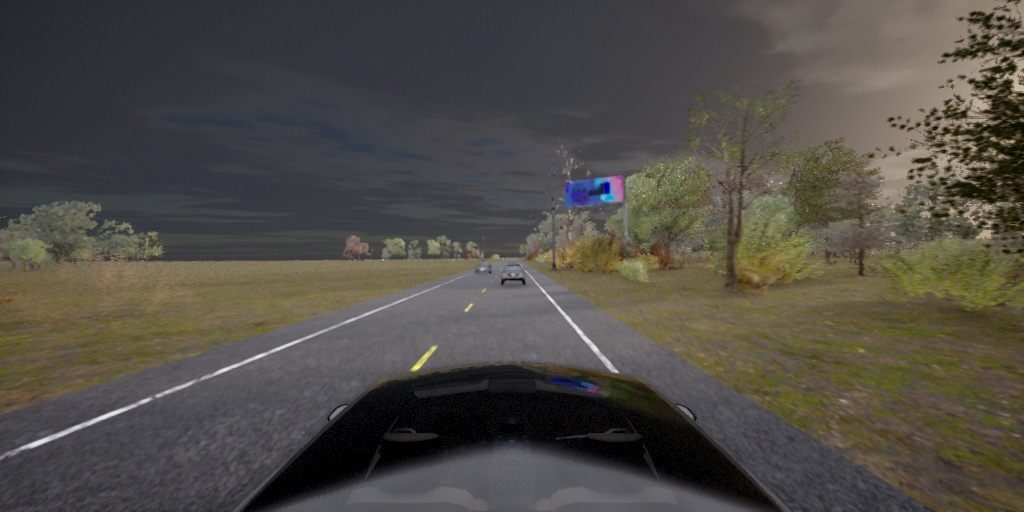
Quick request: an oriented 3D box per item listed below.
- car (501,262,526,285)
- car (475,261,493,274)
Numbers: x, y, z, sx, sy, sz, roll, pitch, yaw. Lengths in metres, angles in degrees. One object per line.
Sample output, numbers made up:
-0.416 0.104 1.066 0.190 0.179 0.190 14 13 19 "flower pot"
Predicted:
0.101 1.353 27.239 2.033 1.411 5.357 -1 0 1 "car"
-3.357 1.396 43.362 2.128 1.511 4.902 -1 0 0 "car"
